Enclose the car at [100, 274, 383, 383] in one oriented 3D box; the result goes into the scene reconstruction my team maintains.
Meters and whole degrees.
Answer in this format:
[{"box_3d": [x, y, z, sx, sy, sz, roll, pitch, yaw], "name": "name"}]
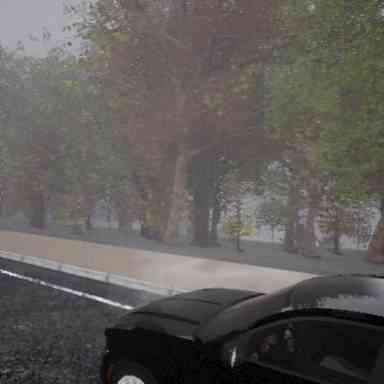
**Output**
[{"box_3d": [1.354, 1.477, 2.718, 5.008, 1.535, 1.882, 0, 0, 36], "name": "car"}]
